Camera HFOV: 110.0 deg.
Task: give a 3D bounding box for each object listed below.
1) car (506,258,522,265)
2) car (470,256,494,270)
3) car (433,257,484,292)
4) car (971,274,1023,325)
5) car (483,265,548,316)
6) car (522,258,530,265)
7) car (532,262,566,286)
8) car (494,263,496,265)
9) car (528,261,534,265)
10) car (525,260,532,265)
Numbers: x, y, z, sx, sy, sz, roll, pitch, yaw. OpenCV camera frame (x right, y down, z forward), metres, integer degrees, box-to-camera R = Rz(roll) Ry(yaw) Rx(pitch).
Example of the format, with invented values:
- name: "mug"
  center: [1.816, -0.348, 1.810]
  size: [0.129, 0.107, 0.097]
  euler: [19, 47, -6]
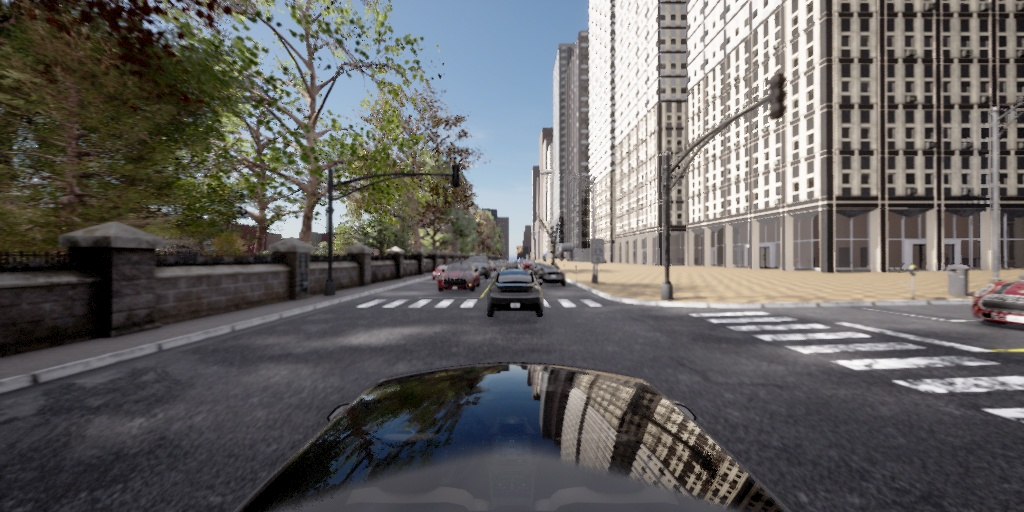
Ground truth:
- name: "car"
  center: [0.001, 1.334, 52.157]
  size: [2.128, 1.511, 4.902]
  euler: [0, 0, 0]
- name: "car"
  center: [-3.082, 1.022, 32.467]
  size: [2.150, 2.045, 5.566]
  euler: [0, 0, 0]
- name: "car"
  center: [-3.092, 1.134, 21.668]
  size: [2.097, 1.767, 4.553]
  euler: [0, 0, 0]
- name: "car"
  center: [14.081, 0.852, 8.536]
  size: [4.553, 1.767, 2.097]
  euler: [-1, 0, -3]
- name: "car"
  center: [0.101, 1.272, 13.422]
  size: [1.837, 1.490, 4.892]
  euler: [0, 0, 0]
- name: "car"
  center: [2.693, 1.390, 53.482]
  size: [1.888, 1.381, 4.507]
  euler: [0, 0, 0]
- name: "car"
  center: [2.690, 1.353, 25.320]
  size: [1.948, 1.339, 4.313]
  euler: [0, 0, 0]
- name: "car"
  center: [-3.029, 1.357, 47.376]
  size: [1.812, 1.442, 4.674]
  euler: [0, 0, 1]
- name: "car"
  center: [2.691, 1.363, 30.952]
  size: [1.948, 1.339, 4.313]
  euler: [0, 0, 0]
- name: "car"
  center: [2.691, 1.374, 36.585]
  size: [1.948, 1.339, 4.313]
  euler: [0, 0, 0]
